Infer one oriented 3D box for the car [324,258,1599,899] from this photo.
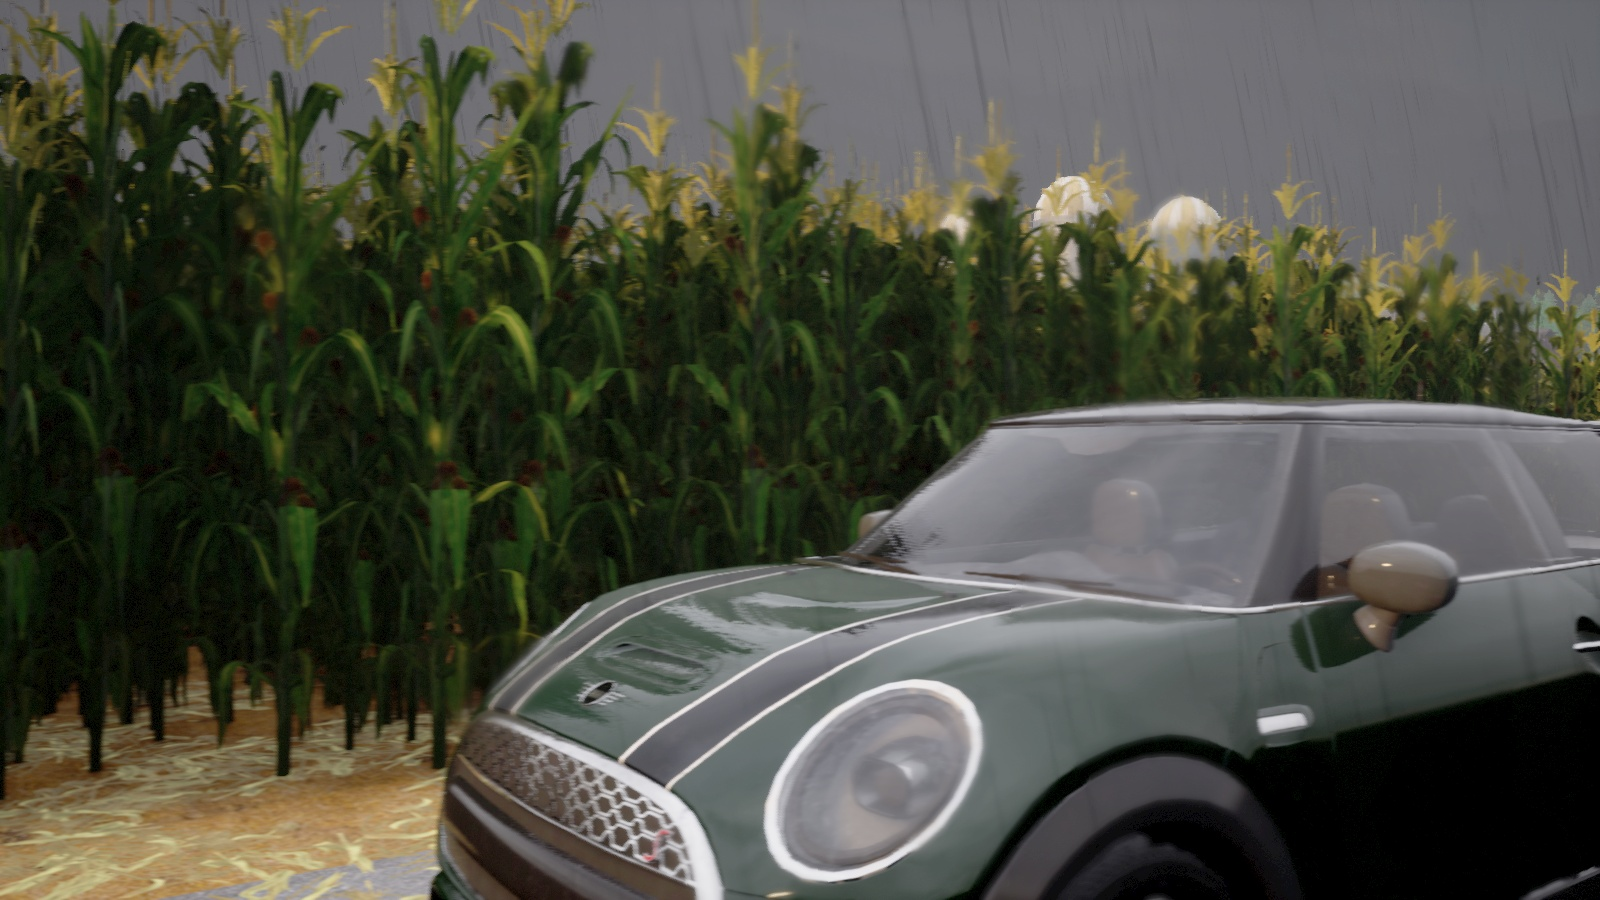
[{"bbox_3d":[1.134,0.611,3.961,4.553,1.767,2.097,0,0,-35],"label":"car"}]
